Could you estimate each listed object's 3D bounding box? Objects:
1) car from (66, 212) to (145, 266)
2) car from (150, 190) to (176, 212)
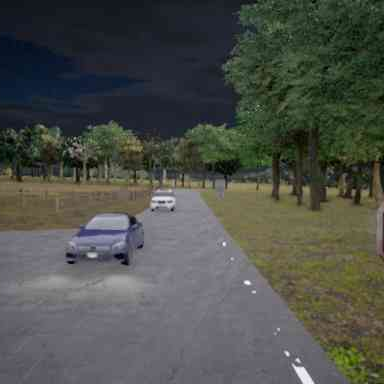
[{"bbox_3d":[-2.747,1.449,11.505,1.812,1.442,4.674,1,1,0],"label":"car"},{"bbox_3d":[-2.774,0.814,32.904,2.150,2.045,5.566,0,1,0],"label":"car"}]
